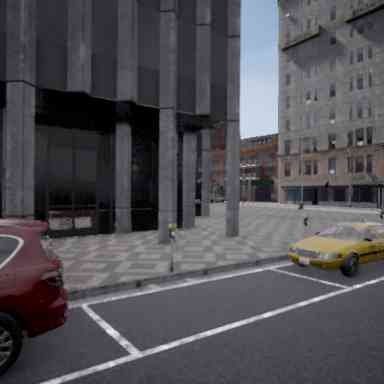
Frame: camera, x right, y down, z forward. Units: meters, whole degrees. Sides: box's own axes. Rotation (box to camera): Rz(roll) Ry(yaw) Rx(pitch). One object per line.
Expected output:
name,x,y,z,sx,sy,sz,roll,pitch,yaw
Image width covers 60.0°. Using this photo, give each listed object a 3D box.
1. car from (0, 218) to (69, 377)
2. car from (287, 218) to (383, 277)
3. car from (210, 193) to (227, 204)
car,-4.054,1.316,3.862,5.009,1.841,2.192,0,1,-35
car,4.968,1.519,10.293,4.829,1.417,1.752,0,1,-35
car,3.460,0.961,51.643,2.097,1.767,4.553,1,0,-35
